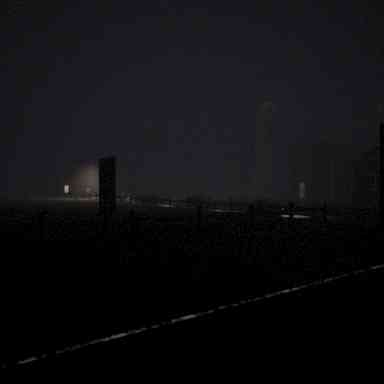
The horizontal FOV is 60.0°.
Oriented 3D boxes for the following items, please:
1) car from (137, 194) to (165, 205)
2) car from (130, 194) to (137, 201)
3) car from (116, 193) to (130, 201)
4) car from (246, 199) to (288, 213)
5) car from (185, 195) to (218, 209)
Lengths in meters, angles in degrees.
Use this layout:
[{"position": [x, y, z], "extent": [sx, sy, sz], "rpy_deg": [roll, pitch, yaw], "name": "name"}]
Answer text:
[{"position": [-5.851, 1.082, 50.549], "extent": [2.128, 1.511, 4.902], "rpy_deg": [-1, 1, -36], "name": "car"}, {"position": [-8.653, 1.083, 59.333], "extent": [1.895, 1.301, 4.718], "rpy_deg": [-1, 1, -36], "name": "car"}, {"position": [-13.511, 0.905, 66.064], "extent": [1.837, 1.490, 4.892], "rpy_deg": [-1, 1, -36], "name": "car"}, {"position": [7.253, 1.367, 32.298], "extent": [1.994, 1.385, 4.181], "rpy_deg": [-1, 1, -36], "name": "car"}, {"position": [1.138, 1.182, 40.805], "extent": [1.882, 1.535, 5.008], "rpy_deg": [-1, 1, -36], "name": "car"}]
